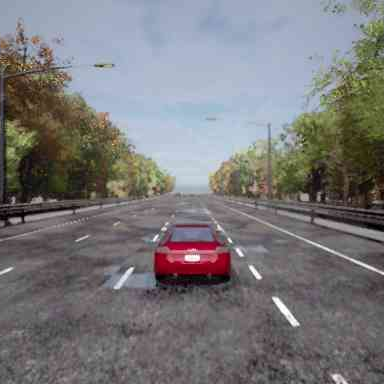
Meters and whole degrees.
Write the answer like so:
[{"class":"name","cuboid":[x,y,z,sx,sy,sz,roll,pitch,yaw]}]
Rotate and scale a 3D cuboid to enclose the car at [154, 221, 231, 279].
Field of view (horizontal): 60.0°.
[{"class":"car","cuboid":[0.004,1.549,9.971,1.994,1.385,4.181,0,0,0]}]
